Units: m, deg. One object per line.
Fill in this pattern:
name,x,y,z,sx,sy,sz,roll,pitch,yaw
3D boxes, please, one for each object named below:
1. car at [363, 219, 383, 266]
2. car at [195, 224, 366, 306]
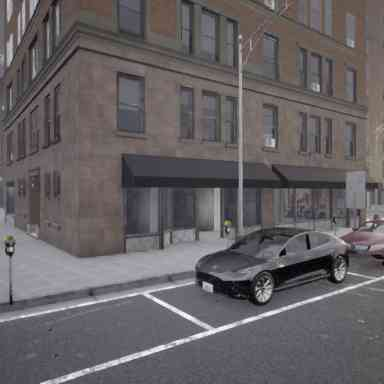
car,6.550,1.582,11.274,4.206,1.307,1.802,0,0,-36
car,2.088,1.566,8.056,4.313,1.339,1.947,0,0,-36
